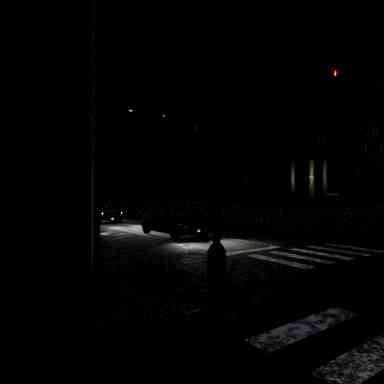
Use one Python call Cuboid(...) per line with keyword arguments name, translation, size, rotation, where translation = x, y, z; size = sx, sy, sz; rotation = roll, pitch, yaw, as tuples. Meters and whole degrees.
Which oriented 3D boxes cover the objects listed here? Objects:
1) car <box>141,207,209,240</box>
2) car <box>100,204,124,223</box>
Cuboid(name="car", translation=(-1.044, 1.530, 17.353), size=(1.812, 1.442, 4.674), rotation=(0, 0, -36))
Cuboid(name="car", translation=(-6.970, 1.608, 25.563), size=(1.895, 1.301, 4.718), rotation=(0, 0, -36))
